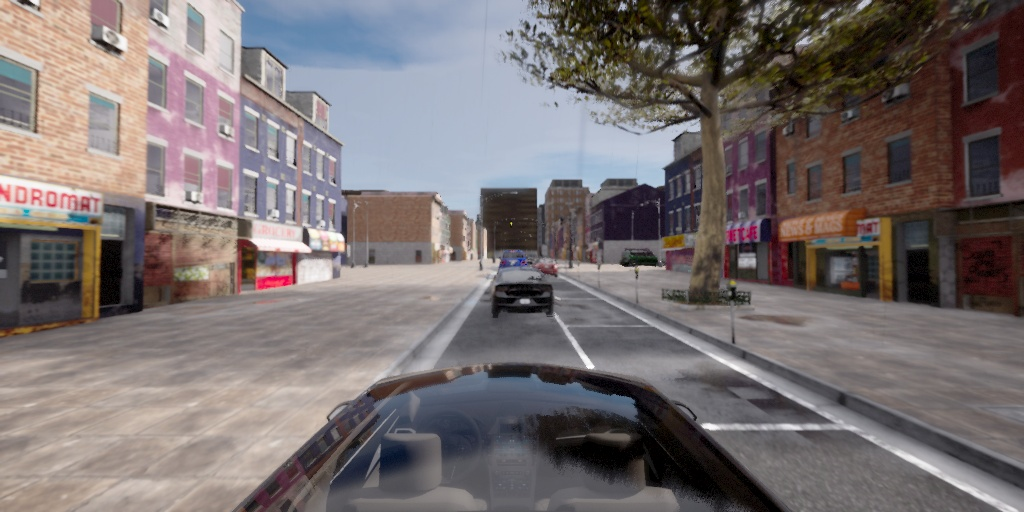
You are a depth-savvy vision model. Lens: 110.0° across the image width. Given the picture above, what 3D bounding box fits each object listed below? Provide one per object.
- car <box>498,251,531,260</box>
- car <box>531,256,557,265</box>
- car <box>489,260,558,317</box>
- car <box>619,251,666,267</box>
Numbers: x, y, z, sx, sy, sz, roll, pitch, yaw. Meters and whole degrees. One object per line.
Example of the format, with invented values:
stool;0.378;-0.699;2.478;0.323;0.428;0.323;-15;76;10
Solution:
car;0.098;0.630;28.743;2.150;2.045;5.566;0;0;0
car;2.646;0.847;29.431;1.967;1.591;4.097;0;0;0
car;0.237;1.086;12.477;1.882;1.535;5.008;0;1;-3
car;15.230;0.429;41.302;5.566;2.045;2.150;0;-1;0
